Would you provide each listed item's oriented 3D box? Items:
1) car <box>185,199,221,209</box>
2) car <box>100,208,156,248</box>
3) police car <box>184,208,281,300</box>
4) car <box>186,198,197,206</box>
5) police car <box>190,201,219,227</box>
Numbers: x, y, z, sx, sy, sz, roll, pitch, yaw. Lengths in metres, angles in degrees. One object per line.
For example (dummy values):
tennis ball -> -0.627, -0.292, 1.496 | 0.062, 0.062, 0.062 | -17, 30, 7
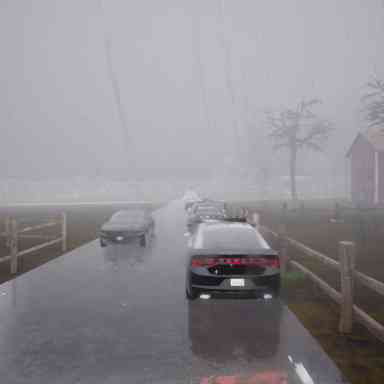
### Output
car -> 0.809, 1.394, 18.453 | 2.097, 1.767, 4.553 | 0, 0, 0
car -> -2.764, 1.505, 15.217 | 1.882, 1.535, 5.008 | 0, 0, 0
police car -> 0.818, 1.432, 8.587 | 1.930, 1.638, 5.238 | 0, 0, 0
car -> -0.046, 1.837, 59.519 | 1.895, 1.301, 4.718 | 0, 0, 0
police car -> 0.806, 1.502, 24.595 | 1.930, 1.638, 5.238 | 0, 0, 0
